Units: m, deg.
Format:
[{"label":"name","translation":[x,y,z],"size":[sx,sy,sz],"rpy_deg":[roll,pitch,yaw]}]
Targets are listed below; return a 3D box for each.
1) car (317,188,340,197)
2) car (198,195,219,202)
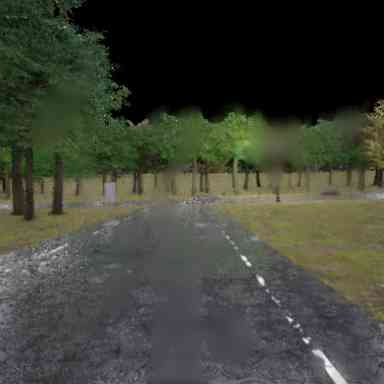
[{"label":"car","translation":[29.248,-0.003,71.525],"size":[4.553,1.767,2.097],"rpy_deg":[-2,3,0]},{"label":"car","translation":[3.188,1.261,64.589],"size":[4.181,1.385,1.994],"rpy_deg":[-1,2,0]}]
